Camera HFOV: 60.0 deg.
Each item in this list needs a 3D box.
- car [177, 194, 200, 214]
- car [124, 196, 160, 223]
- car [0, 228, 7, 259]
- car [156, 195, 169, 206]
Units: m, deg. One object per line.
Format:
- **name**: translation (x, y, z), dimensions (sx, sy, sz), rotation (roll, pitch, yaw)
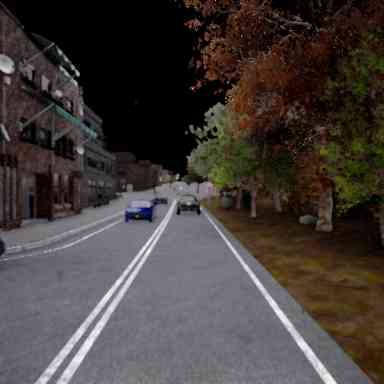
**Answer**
- **car**: translation (-0.349, 1.060, 31.391), dimensions (2.097, 1.767, 4.553), rotation (0, 1, -2)
- **car**: translation (-3.620, 1.285, 24.096), dimensions (1.882, 1.535, 5.008), rotation (0, 0, -1)
- **car**: translation (-7.539, 1.509, 8.505), dimensions (4.892, 1.490, 1.837), rotation (-1, -1, -40)
- **car**: translation (-4.120, 1.078, 44.135), dimensions (1.895, 1.301, 4.718), rotation (0, 1, -1)
